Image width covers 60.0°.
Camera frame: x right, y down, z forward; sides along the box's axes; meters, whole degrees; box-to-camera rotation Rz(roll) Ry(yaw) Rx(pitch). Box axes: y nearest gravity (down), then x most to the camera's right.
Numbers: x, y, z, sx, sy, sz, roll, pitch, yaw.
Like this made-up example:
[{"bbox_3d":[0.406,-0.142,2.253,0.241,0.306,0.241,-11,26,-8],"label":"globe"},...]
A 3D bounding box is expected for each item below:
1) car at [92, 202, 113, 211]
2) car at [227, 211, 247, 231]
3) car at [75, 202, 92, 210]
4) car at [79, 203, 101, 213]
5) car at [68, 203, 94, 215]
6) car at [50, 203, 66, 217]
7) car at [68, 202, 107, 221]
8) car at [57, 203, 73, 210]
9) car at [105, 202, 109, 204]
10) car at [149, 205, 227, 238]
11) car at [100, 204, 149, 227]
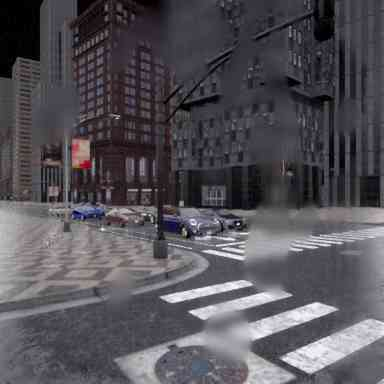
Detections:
[{"bbox_3d":[-15.719,2.510,58.086,1.882,1.535,5.008,0,-1,-35],"label":"car"},{"bbox_3d":[1.712,1.861,22.331,1.994,1.385,4.181,0,-1,-36],"label":"car"},{"bbox_3d":[-21.714,2.752,66.434,1.812,1.442,4.674,0,-1,-36],"label":"car"},{"bbox_3d":[-16.466,2.480,53.554,1.837,1.490,4.892,0,-1,-36],"label":"car"},{"bbox_3d":[-15.573,2.353,46.492,2.128,1.511,4.902,0,-1,-35],"label":"car"},{"bbox_3d":[-16.680,2.417,42.432,1.895,1.301,4.718,0,-1,-35],"label":"car"},{"bbox_3d":[-10.910,2.103,34.342,1.882,1.535,5.008,0,-1,-36],"label":"car"},{"bbox_3d":[-24.974,2.852,65.401,1.895,1.301,4.718,0,-1,-36],"label":"car"},{"bbox_3d":[-9.534,2.154,38.000,2.128,1.511,4.902,0,-1,-36],"label":"car"},{"bbox_3d":[-0.361,1.636,19.612,2.097,1.767,4.553,0,-1,-35],"label":"car"},{"bbox_3d":[-5.514,1.976,26.825,1.812,1.442,4.674,0,-1,-36],"label":"car"}]
